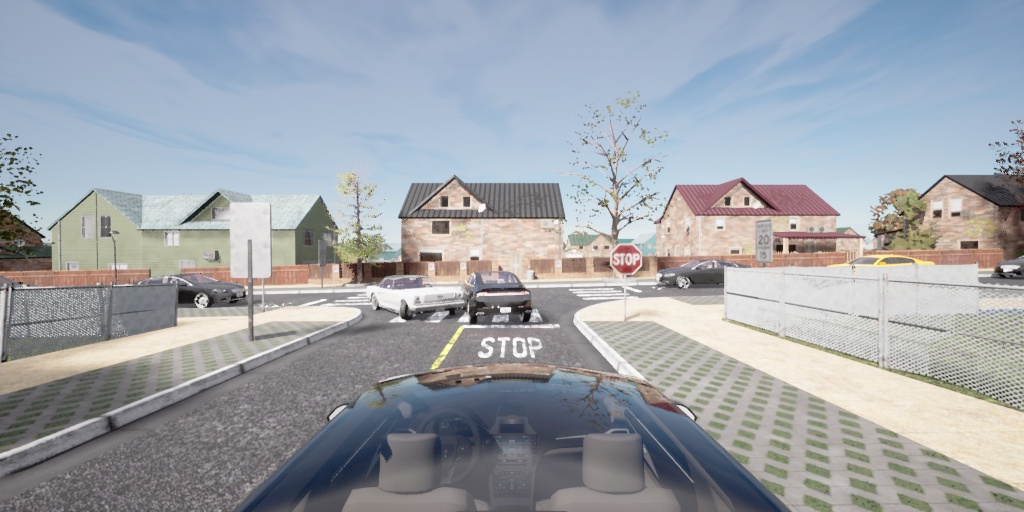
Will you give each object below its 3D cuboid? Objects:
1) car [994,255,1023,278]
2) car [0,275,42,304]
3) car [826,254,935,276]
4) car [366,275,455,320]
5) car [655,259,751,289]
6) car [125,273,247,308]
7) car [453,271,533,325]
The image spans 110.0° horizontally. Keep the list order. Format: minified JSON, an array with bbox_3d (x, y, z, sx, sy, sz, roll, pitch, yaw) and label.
[{"bbox_3d":[29.396,0.475,19.470,4.902,1.511,2.128,-1,1,0],"label":"car"},{"bbox_3d":[-24.231,1.645,16.333,4.553,1.767,2.097,-1,1,0],"label":"car"},{"bbox_3d":[19.771,0.687,19.439,5.008,1.535,1.882,-1,1,0],"label":"car"},{"bbox_3d":[-3.596,1.366,12.866,1.895,1.301,4.718,0,0,-38],"label":"car"},{"bbox_3d":[10.341,0.922,19.407,4.902,1.511,2.128,-1,1,0],"label":"car"},{"bbox_3d":[-14.894,1.564,16.368,4.902,1.511,2.128,-1,1,0],"label":"car"},{"bbox_3d":[-0.679,1.241,12.005,2.128,1.511,4.902,0,0,-12],"label":"car"}]
